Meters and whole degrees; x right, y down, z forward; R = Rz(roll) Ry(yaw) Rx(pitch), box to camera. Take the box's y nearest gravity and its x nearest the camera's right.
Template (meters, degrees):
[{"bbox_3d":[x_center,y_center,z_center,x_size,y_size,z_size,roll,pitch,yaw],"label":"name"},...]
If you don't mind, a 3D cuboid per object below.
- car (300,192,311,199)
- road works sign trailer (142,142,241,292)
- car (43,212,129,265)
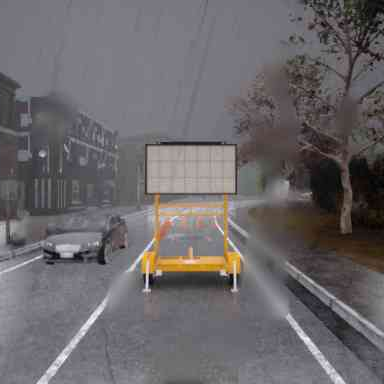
[{"bbox_3d":[27.311,0.809,77.641,5.008,1.535,1.882,-1,0,-30],"label":"car"},{"bbox_3d":[-0.021,0.467,8.899,2.380,3.560,2.880,0,0,0],"label":"road works sign trailer"},{"bbox_3d":[-3.484,1.495,11.742,2.128,1.511,4.902,0,0,0],"label":"car"}]
